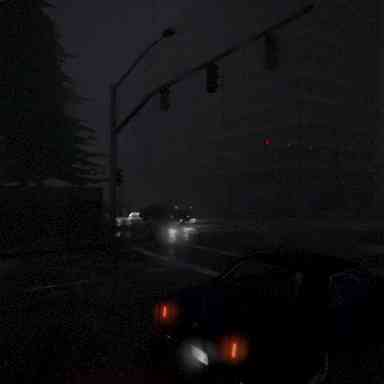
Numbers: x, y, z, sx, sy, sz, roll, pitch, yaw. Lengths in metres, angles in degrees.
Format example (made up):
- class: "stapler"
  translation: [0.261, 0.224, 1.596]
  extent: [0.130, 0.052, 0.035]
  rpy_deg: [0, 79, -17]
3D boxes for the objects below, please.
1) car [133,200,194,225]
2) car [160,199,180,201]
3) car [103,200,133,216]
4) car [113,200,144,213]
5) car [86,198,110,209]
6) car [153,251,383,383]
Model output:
- class: "car"
  translation: [-2.277, 1.637, 25.599]
  extent: [2.033, 1.411, 5.357]
  rpy_deg: [0, 0, -35]
- class: "car"
  translation: [-1.781, 1.451, 30.982]
  extent: [2.097, 1.767, 4.553]
  rpy_deg: [0, 0, -35]
- class: "car"
  translation: [-7.728, 1.581, 33.359]
  extent: [2.128, 1.511, 4.902]
  rpy_deg: [0, 0, -35]
- class: "car"
  translation: [-7.539, 1.663, 39.182]
  extent: [1.994, 1.385, 4.181]
  rpy_deg: [0, 0, -35]
- class: "car"
  translation: [-13.543, 1.625, 47.748]
  extent: [1.812, 1.442, 4.674]
  rpy_deg: [0, 0, -35]
- class: "car"
  translation: [1.887, 1.613, 5.173]
  extent: [4.718, 1.301, 1.895]
  rpy_deg: [0, 0, -36]
